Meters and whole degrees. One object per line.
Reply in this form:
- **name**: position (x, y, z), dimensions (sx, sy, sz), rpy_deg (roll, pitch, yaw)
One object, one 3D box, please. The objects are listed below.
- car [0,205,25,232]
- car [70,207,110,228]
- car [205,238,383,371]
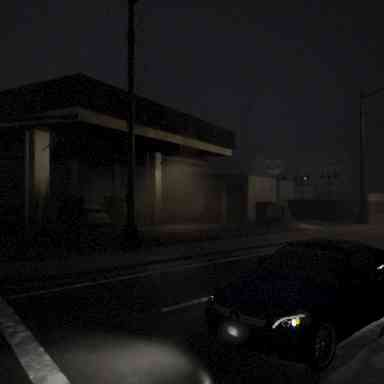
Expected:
- **car**: position (-11.668, 1.600, 20.626), dimensions (2.242, 1.667, 4.611), rpy_deg (1, -1, -39)
- **car**: position (-7.680, 1.822, 24.828), dimensions (1.970, 1.475, 3.806), rpy_deg (1, -1, -39)
- **car**: position (2.327, 1.616, 5.984), dimensions (4.674, 1.442, 1.812), rpy_deg (1, -1, -40)
